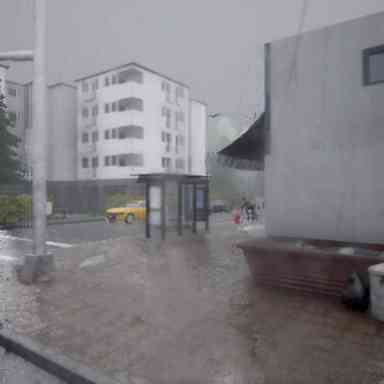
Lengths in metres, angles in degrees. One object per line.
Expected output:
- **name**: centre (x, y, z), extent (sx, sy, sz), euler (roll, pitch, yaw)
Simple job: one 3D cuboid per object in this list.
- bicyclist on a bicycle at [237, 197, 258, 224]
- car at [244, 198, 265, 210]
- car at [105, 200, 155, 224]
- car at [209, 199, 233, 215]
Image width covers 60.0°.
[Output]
- **bicyclist on a bicycle**: centre (3.336, 1.137, 20.542), extent (1.656, 1.620, 0.582), euler (0, 0, 36)
- **car**: centre (8.152, 1.393, 40.017), extent (2.033, 1.411, 5.357), euler (0, 0, 36)
- **car**: centre (-3.811, 1.322, 23.415), extent (1.882, 1.535, 5.008), euler (0, 0, 36)
- **car**: centre (1.954, 1.393, 31.444), extent (2.033, 1.411, 5.357), euler (0, 0, 36)
